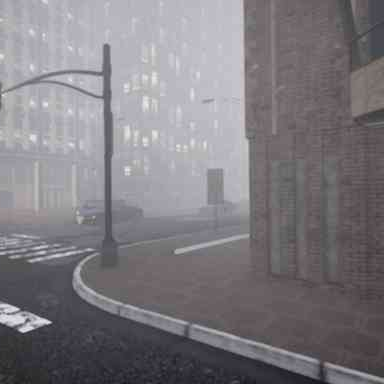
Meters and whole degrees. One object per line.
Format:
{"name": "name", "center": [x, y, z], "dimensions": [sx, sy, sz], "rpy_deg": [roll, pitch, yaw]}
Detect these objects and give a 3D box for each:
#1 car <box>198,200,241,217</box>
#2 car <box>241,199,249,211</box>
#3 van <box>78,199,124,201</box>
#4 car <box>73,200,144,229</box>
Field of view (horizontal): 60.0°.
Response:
{"name": "car", "center": [2.506, 1.484, 32.054], "dimensions": [1.882, 1.535, 5.008], "rpy_deg": [-1, -1, 36]}
{"name": "car", "center": [6.304, 1.590, 41.788], "dimensions": [1.752, 1.417, 4.829], "rpy_deg": [-1, -1, 36]}
{"name": "van", "center": [-6.548, 1.361, 23.891], "dimensions": [1.690, 1.788, 3.998], "rpy_deg": [-1, -1, 36]}
{"name": "car", "center": [-5.175, 1.472, 21.375], "dimensions": [2.128, 1.511, 4.902], "rpy_deg": [-1, -1, 34]}
